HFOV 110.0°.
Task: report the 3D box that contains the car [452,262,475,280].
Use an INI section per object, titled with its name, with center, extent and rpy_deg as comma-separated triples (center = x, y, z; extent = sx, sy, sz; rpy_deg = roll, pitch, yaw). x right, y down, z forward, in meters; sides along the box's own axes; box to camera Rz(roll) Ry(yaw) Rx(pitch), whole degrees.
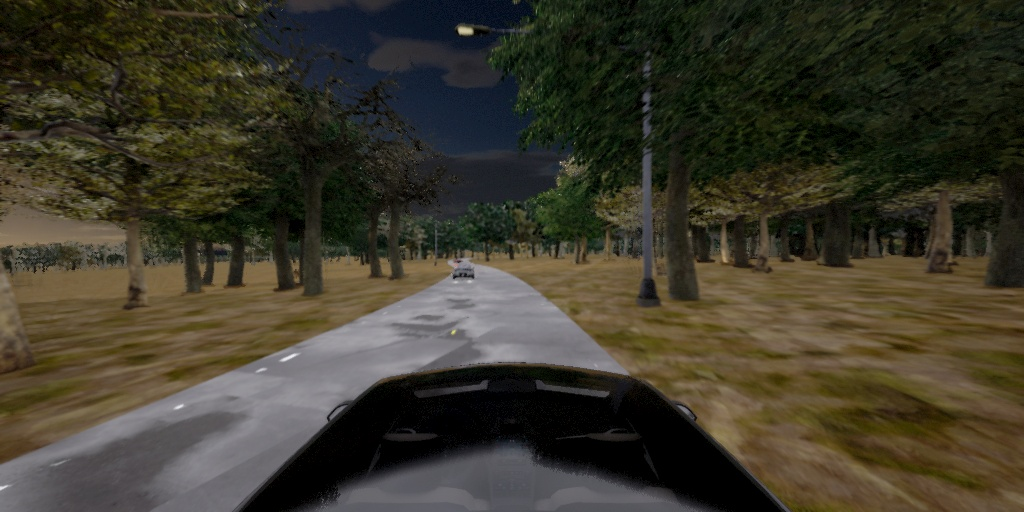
[car]
center = -4.476, 1.500, 33.654
extent = 1.994, 1.385, 4.181
rpy_deg = 0, 0, -5
